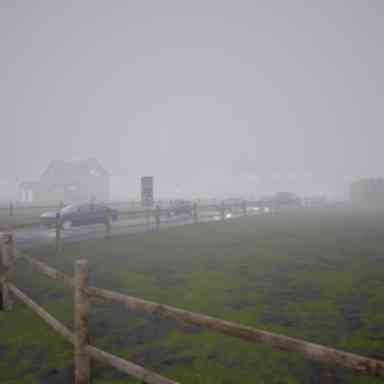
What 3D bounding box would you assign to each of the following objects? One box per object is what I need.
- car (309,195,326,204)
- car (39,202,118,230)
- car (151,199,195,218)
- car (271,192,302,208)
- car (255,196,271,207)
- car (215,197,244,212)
[{"bbox_3d":[21.470,1.261,56.760,1.994,1.385,4.181,0,0,34],"label":"car"},{"bbox_3d":[-6.904,1.411,20.673,1.882,1.535,5.008,0,0,36],"label":"car"},{"bbox_3d":[-1.455,1.383,28.554,2.128,1.511,4.902,0,0,35],"label":"car"},{"bbox_3d":[12.929,0.990,44.317,2.150,2.045,5.566,0,-1,34],"label":"car"},{"bbox_3d":[10.293,1.303,45.631,1.837,1.490,4.892,0,0,34],"label":"car"},{"bbox_3d":[4.390,1.352,37.068,1.837,1.490,4.892,0,0,34],"label":"car"}]
